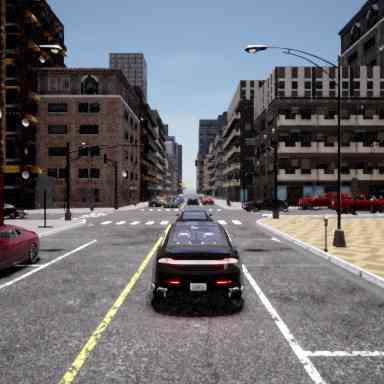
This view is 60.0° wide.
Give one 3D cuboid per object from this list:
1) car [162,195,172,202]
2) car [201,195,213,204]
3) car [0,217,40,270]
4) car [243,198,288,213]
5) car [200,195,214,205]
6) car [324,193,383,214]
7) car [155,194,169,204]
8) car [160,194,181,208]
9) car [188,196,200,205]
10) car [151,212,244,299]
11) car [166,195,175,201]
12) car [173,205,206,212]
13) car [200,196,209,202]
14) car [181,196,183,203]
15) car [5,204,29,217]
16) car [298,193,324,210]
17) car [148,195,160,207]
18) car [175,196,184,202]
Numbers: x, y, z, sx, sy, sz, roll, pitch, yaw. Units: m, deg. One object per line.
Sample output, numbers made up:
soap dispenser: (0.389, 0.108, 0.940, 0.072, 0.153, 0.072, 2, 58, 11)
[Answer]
car: (-5.595, 1.471, 73.953, 1.967, 1.590, 4.097, 0, 0, 0)
car: (2.770, 1.462, 62.579, 1.967, 1.590, 4.097, 0, 0, 0)
car: (-5.730, 1.582, 9.199, 1.802, 1.307, 4.206, 0, 0, 0)
car: (7.558, 1.362, 34.381, 4.674, 1.442, 1.812, -1, 0, -8)
car: (2.763, 1.458, 56.897, 1.967, 1.590, 4.097, 0, 0, 0)
car: (14.731, 1.029, 29.134, 5.009, 1.841, 2.192, -1, 1, 0)
car: (-5.610, 1.337, 62.588, 2.192, 1.841, 5.009, 0, 0, 0)
car: (-3.003, 1.365, 48.170, 2.097, 1.767, 4.553, 0, 0, 0)
car: (0.181, 1.585, 61.002, 1.994, 1.385, 4.181, 0, 0, 0)
car: (0.113, 1.491, 8.405, 2.128, 1.511, 4.902, 0, 0, 0)
car: (-5.580, 1.481, 85.318, 1.967, 1.590, 4.097, 0, 0, 0)
car: (0.121, 1.565, 17.020, 1.994, 1.385, 4.181, 0, 0, 0)
car: (2.786, 1.613, 73.944, 1.802, 1.307, 4.206, 0, 0, 0)
car: (-3.005, 1.620, 58.103, 1.895, 1.301, 4.718, 0, 0, 0)
car: (-18.130, 1.806, 31.496, 4.902, 1.511, 2.128, -1, 0, 0)
car: (14.608, 1.015, 37.512, 5.009, 1.841, 2.192, -1, 1, 0)
car: (-5.624, 1.581, 51.223, 1.947, 1.339, 4.313, 0, 0, 0)
car: (-2.898, 1.572, 79.039, 2.033, 1.411, 5.357, 0, 0, 0)
